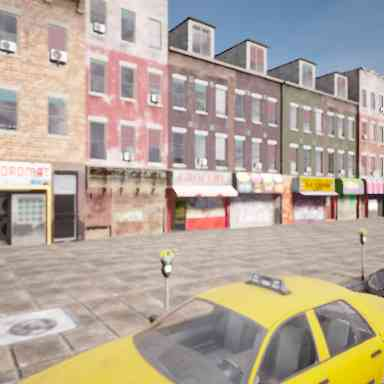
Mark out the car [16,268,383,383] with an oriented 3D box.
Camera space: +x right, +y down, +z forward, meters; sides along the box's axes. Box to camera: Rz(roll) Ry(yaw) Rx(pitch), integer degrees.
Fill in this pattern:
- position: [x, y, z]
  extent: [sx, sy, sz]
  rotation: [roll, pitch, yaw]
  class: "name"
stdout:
- position: [0.553, 1.537, 3.207]
  extent: [4.829, 1.417, 1.752]
  rotation: [0, 0, -36]
  class: "car"
